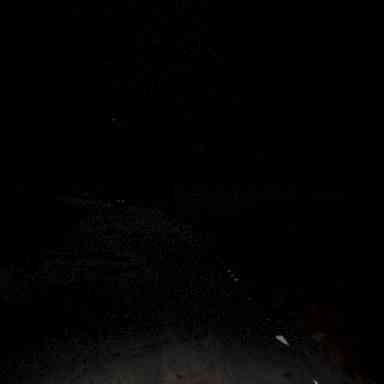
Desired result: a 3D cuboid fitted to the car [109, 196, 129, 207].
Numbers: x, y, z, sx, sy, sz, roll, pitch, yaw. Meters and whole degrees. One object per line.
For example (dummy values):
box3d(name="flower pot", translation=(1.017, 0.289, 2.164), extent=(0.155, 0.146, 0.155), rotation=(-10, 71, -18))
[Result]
box3d(name="car", translation=(-10.055, 1.254, 45.861), extent=(2.033, 1.411, 5.357), rotation=(0, 1, -24))

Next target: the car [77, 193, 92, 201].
box3d(name="car", translation=(-20.922, 0.900, 64.974), extent=(1.812, 1.442, 4.674), rotation=(0, 2, -35))
